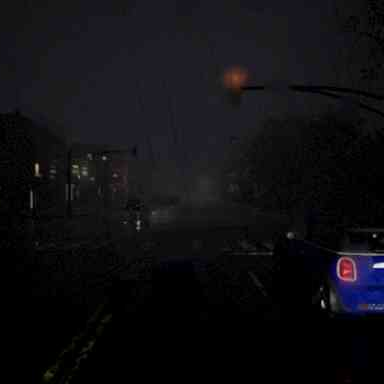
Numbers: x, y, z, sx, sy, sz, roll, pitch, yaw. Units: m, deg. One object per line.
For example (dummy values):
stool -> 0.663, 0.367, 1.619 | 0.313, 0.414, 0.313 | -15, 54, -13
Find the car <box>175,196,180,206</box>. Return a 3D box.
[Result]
car -> -3.465, 1.456, 54.698 | 1.837, 1.490, 4.892 | 0, -1, 0

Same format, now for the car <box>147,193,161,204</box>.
car -> -6.707, 1.168, 60.369 | 2.150, 2.045, 5.566 | 0, 0, 0

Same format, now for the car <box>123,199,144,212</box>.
car -> -6.671, 1.489, 38.387 | 1.812, 1.442, 4.674 | 0, 0, 0

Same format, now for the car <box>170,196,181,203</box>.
car -> -3.456, 1.484, 69.894 | 1.994, 1.385, 4.181 | 0, 0, 0

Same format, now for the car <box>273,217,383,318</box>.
car -> 3.343, 1.344, 7.575 | 2.097, 1.767, 4.553 | 0, 0, 0

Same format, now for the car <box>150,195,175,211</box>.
car -> -3.422, 1.440, 39.348 | 1.882, 1.535, 5.008 | 0, 0, 0
